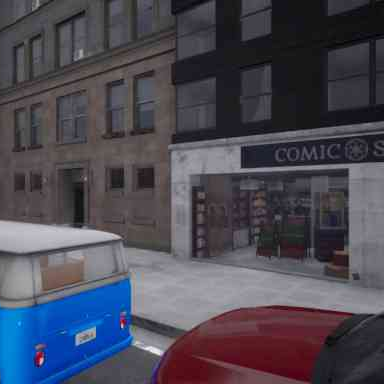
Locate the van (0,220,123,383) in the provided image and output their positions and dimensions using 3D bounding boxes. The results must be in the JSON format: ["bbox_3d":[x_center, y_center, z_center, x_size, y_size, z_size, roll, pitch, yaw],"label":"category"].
[{"bbox_3d":[-2.665,1.341,4.718,3.998,1.788,1.690,0,0,36],"label":"van"}]

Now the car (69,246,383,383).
[{"bbox_3d":[1.955,1.315,1.415,5.009,1.841,2.192,0,0,36],"label":"car"}]
